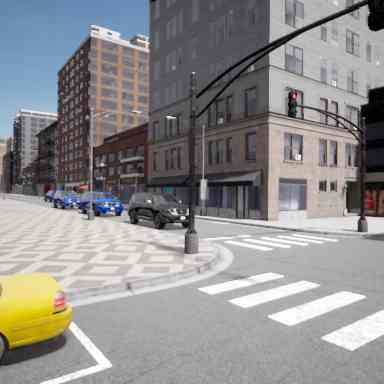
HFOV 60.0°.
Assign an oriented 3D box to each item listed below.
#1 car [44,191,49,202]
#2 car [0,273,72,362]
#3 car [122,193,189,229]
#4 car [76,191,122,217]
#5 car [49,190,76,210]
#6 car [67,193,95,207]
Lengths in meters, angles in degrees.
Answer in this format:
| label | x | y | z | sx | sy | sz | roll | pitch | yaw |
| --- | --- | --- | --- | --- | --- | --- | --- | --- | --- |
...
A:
| label | x | y | z | sx | sy | sz | roll | pitch | yaw |
| --- | --- | --- | --- | --- | --- | --- | --- | --- | --- |
| car | -23.434 | 0.727 | 56.580 | 2.150 | 2.045 | 5.566 | 1 | 0 | -37 |
| car | -4.004 | 1.523 | 3.897 | 4.829 | 1.417 | 1.752 | 0 | 1 | -36 |
| car | -2.083 | 1.068 | 20.761 | 2.150 | 2.045 | 5.566 | 1 | 0 | -35 |
| car | -8.021 | 0.975 | 29.174 | 2.150 | 2.045 | 5.566 | 1 | 0 | -35 |
| car | -14.211 | 0.877 | 37.964 | 2.150 | 2.045 | 5.566 | 1 | 0 | -35 |
| car | -14.874 | 0.993 | 44.436 | 2.097 | 1.767 | 4.553 | 1 | 0 | -37 |
